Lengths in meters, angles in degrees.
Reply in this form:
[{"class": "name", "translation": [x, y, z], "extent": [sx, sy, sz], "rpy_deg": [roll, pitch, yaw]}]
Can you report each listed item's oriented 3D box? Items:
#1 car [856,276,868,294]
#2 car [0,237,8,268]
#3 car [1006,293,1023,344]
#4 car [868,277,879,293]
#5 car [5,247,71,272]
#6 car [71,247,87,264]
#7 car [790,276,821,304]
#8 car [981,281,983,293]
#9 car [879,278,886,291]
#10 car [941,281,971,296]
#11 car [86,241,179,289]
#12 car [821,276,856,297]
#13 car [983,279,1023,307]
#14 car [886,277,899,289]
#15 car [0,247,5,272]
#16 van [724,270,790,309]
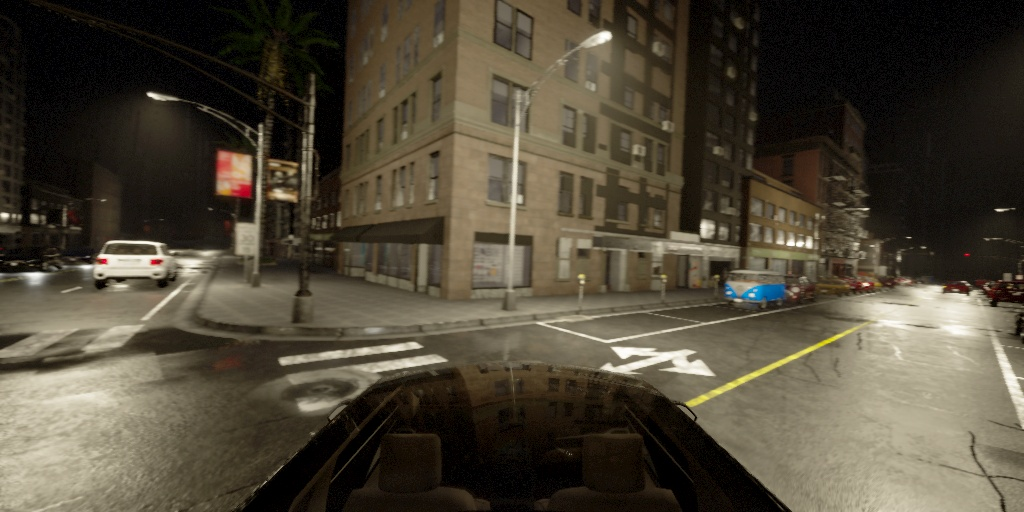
[{"class": "car", "translation": [29.449, 2.627, 31.535], "extent": [4.207, 1.307, 1.802], "rpy_deg": [0, 0, -38]}, {"class": "car", "translation": [-33.964, -0.219, 21.934], "extent": [2.150, 2.045, 5.566], "rpy_deg": [2, 0, -38]}, {"class": "car", "translation": [17.405, 2.131, 11.267], "extent": [4.313, 1.339, 1.948], "rpy_deg": [0, 0, -38]}, {"class": "car", "translation": [33.772, 2.683, 34.924], "extent": [4.097, 1.591, 1.967], "rpy_deg": [0, 0, -38]}, {"class": "car", "translation": [-30.601, 0.179, 22.889], "extent": [1.837, 1.490, 4.892], "rpy_deg": [2, 0, -38]}, {"class": "car", "translation": [-36.804, -0.016, 30.744], "extent": [1.812, 1.442, 4.674], "rpy_deg": [2, 0, -38]}, {"class": "car", "translation": [16.480, 1.903, 21.368], "extent": [4.097, 1.591, 1.967], "rpy_deg": [0, 0, -38]}, {"class": "car", "translation": [47.666, 3.482, 34.991], "extent": [4.507, 1.381, 1.888], "rpy_deg": [0, 0, -38]}, {"class": "car", "translation": [37.960, 2.968, 38.208], "extent": [4.829, 1.417, 1.751], "rpy_deg": [0, 0, -38]}, {"class": "car", "translation": [47.162, 3.423, 38.066], "extent": [4.674, 1.442, 1.812], "rpy_deg": [3, 0, -38]}, {"class": "car", "translation": [-17.321, 0.342, 16.775], "extent": [2.150, 2.045, 5.566], "rpy_deg": [2, 0, -38]}, {"class": "car", "translation": [24.992, 2.375, 28.041], "extent": [4.829, 1.417, 1.751], "rpy_deg": [0, 0, -38]}, {"class": "car", "translation": [34.698, 2.653, 24.823], "extent": [5.009, 1.841, 2.192], "rpy_deg": [0, 0, -38]}, {"class": "car", "translation": [46.740, 3.391, 45.092], "extent": [4.507, 1.381, 1.888], "rpy_deg": [0, 0, -38]}, {"class": "car", "translation": [-24.823, 0.347, 15.482], "extent": [1.882, 1.535, 5.008], "rpy_deg": [2, 0, -38]}, {"class": "van", "translation": [12.156, 1.613, 17.979], "extent": [3.998, 1.789, 1.690], "rpy_deg": [0, 0, -38]}]
